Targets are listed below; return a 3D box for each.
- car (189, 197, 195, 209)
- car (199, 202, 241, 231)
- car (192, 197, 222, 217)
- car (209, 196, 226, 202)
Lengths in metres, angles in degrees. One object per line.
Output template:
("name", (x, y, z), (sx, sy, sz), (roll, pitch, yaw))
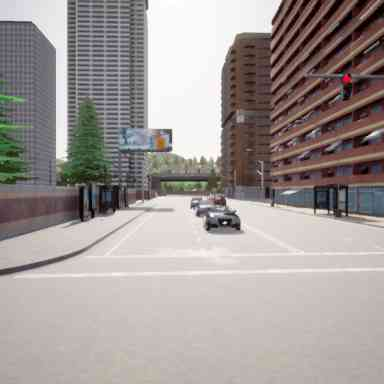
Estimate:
("car", (0.715, 1.437, 44.271), (1.837, 1.490, 4.892), (0, 1, -2))
("car", (1.742, 1.538, 20.466), (1.994, 1.385, 4.181), (0, 0, -3))
("car", (1.302, 1.483, 30.709), (1.812, 1.442, 4.674), (0, 0, -3))
("car", (4.075, 1.400, 50.478), (1.882, 1.535, 5.008), (0, 0, -2))
